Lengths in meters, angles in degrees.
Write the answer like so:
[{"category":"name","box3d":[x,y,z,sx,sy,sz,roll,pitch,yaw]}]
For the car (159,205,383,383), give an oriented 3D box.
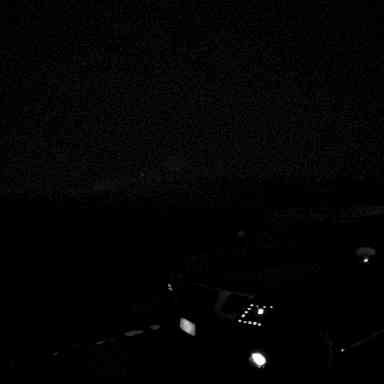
[{"category":"car","box3d":[2.199,1.270,5.555,5.566,2.045,2.150,1,0,-35]}]
